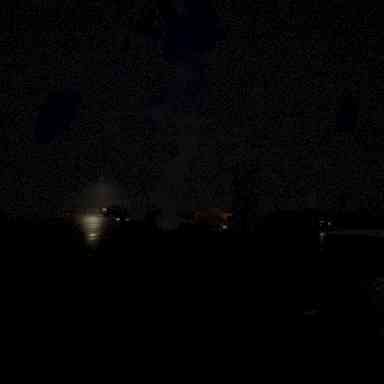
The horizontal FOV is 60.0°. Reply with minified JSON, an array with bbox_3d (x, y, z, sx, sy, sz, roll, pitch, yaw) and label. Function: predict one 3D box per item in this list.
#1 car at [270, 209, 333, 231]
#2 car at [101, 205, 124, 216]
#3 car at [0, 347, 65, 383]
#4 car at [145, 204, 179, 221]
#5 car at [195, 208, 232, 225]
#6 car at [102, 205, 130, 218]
[{"bbox_3d":[8.135,2.045,25.050,1.837,1.490,4.892,1,-3,-35],"label":"car"},{"bbox_3d":[-14.988,3.443,62.645,2.150,2.045,5.566,1,-3,-36],"label":"car"},{"bbox_3d":[-2.552,1.563,1.250,4.181,1.385,1.994,0,0,-36],"label":"car"},{"bbox_3d":[-3.884,2.524,41.986,2.150,2.045,5.566,1,-3,-35],"label":"car"},{"bbox_3d":[2.325,2.384,33.251,1.882,1.535,5.008,1,-3,-36],"label":"car"},{"bbox_3d":[-12.038,3.057,53.573,2.150,2.045,5.566,1,-3,-35],"label":"car"}]
